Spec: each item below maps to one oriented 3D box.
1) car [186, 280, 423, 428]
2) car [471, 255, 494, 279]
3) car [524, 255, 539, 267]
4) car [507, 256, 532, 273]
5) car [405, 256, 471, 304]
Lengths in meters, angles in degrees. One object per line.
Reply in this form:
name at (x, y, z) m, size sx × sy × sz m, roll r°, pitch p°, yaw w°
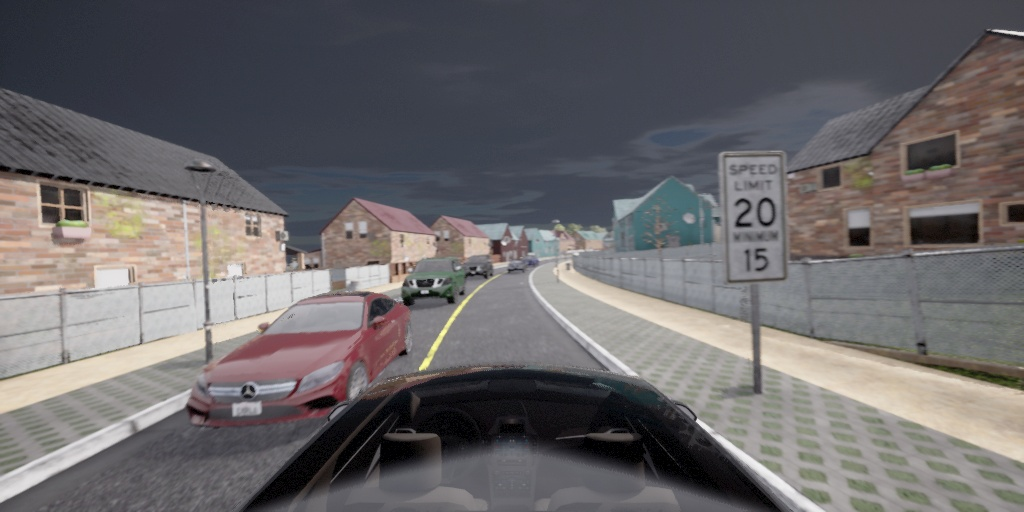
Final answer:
car at (-2.993, 1.392, 6.188) m, size 1.812 × 1.442 × 4.674 m, roll -2°, pitch 0°, yaw -3°
car at (-2.977, 0.944, 32.224) m, size 2.150 × 2.045 × 5.566 m, roll -2°, pitch 1°, yaw 5°
car at (2.534, 0.618, 50.269) m, size 2.097 × 1.767 × 4.553 m, roll -2°, pitch 1°, yaw 12°
car at (0.628, 1.053, 38.625) m, size 2.033 × 1.411 × 5.357 m, roll -2°, pitch 1°, yaw 8°
car at (-3.518, 1.080, 17.116) m, size 2.150 × 2.045 × 5.566 m, roll -2°, pitch 0°, yaw 0°
